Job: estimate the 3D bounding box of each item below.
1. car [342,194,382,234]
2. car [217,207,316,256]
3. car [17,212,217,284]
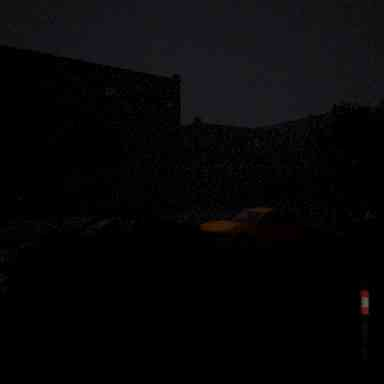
[{"bbox_3d":[10.533,1.116,18.199,5.566,2.045,2.435,0,0,-35],"label":"car"},{"bbox_3d":[2.494,1.331,12.448,5.008,1.535,2.097,0,0,-33],"label":"car"},{"bbox_3d":[-2.018,1.342,9.220,5.008,1.535,2.097,0,0,-33],"label":"car"}]
